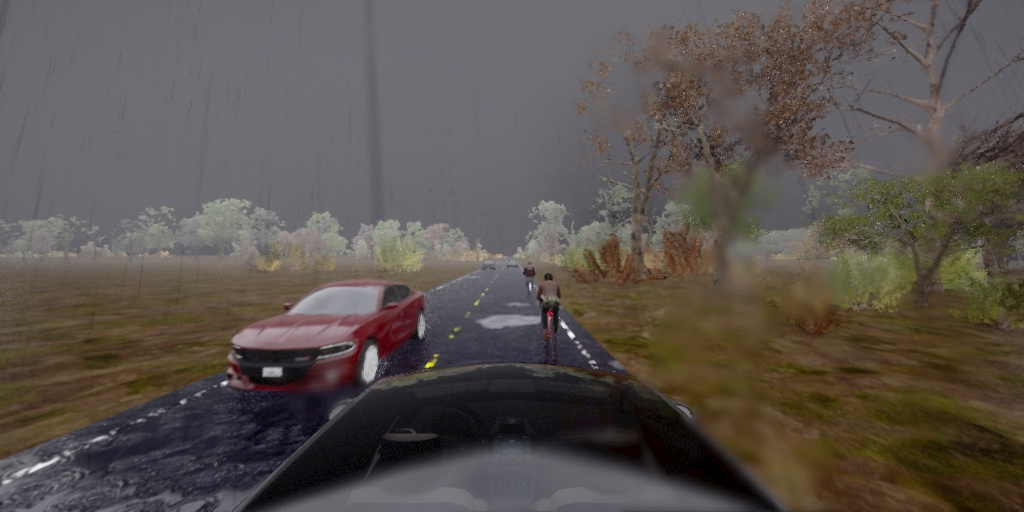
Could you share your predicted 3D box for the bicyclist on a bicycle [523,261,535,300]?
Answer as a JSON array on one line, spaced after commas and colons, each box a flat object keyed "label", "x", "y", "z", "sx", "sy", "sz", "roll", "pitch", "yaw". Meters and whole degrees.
[{"label": "bicyclist on a bicycle", "x": 0.814, "y": 1.116, "z": 16.614, "sx": 0.659, "sy": 1.776, "sz": 1.843, "roll": -1, "pitch": 0, "yaw": 0}]

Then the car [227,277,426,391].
[{"label": "car", "x": -3.101, "y": 1.227, "z": 7.137, "sx": 1.882, "sy": 1.535, "sz": 5.008, "roll": 0, "pitch": 0, "yaw": 0}]

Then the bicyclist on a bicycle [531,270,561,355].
[{"label": "bicyclist on a bicycle", "x": 0.812, "y": 1.199, "z": 7.729, "sx": 0.582, "sy": 1.620, "sz": 1.656, "roll": -1, "pitch": 0, "yaw": 0}]

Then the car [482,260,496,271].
[{"label": "car", "x": -3.101, "y": 1.290, "z": 49.194, "sx": 2.033, "sy": 1.411, "sz": 5.357, "roll": 0, "pitch": 0, "yaw": 0}]

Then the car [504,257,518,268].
[{"label": "car", "x": 0.098, "y": 1.304, "z": 61.768, "sx": 1.994, "sy": 1.385, "sz": 4.181, "roll": 0, "pitch": 0, "yaw": 0}]
